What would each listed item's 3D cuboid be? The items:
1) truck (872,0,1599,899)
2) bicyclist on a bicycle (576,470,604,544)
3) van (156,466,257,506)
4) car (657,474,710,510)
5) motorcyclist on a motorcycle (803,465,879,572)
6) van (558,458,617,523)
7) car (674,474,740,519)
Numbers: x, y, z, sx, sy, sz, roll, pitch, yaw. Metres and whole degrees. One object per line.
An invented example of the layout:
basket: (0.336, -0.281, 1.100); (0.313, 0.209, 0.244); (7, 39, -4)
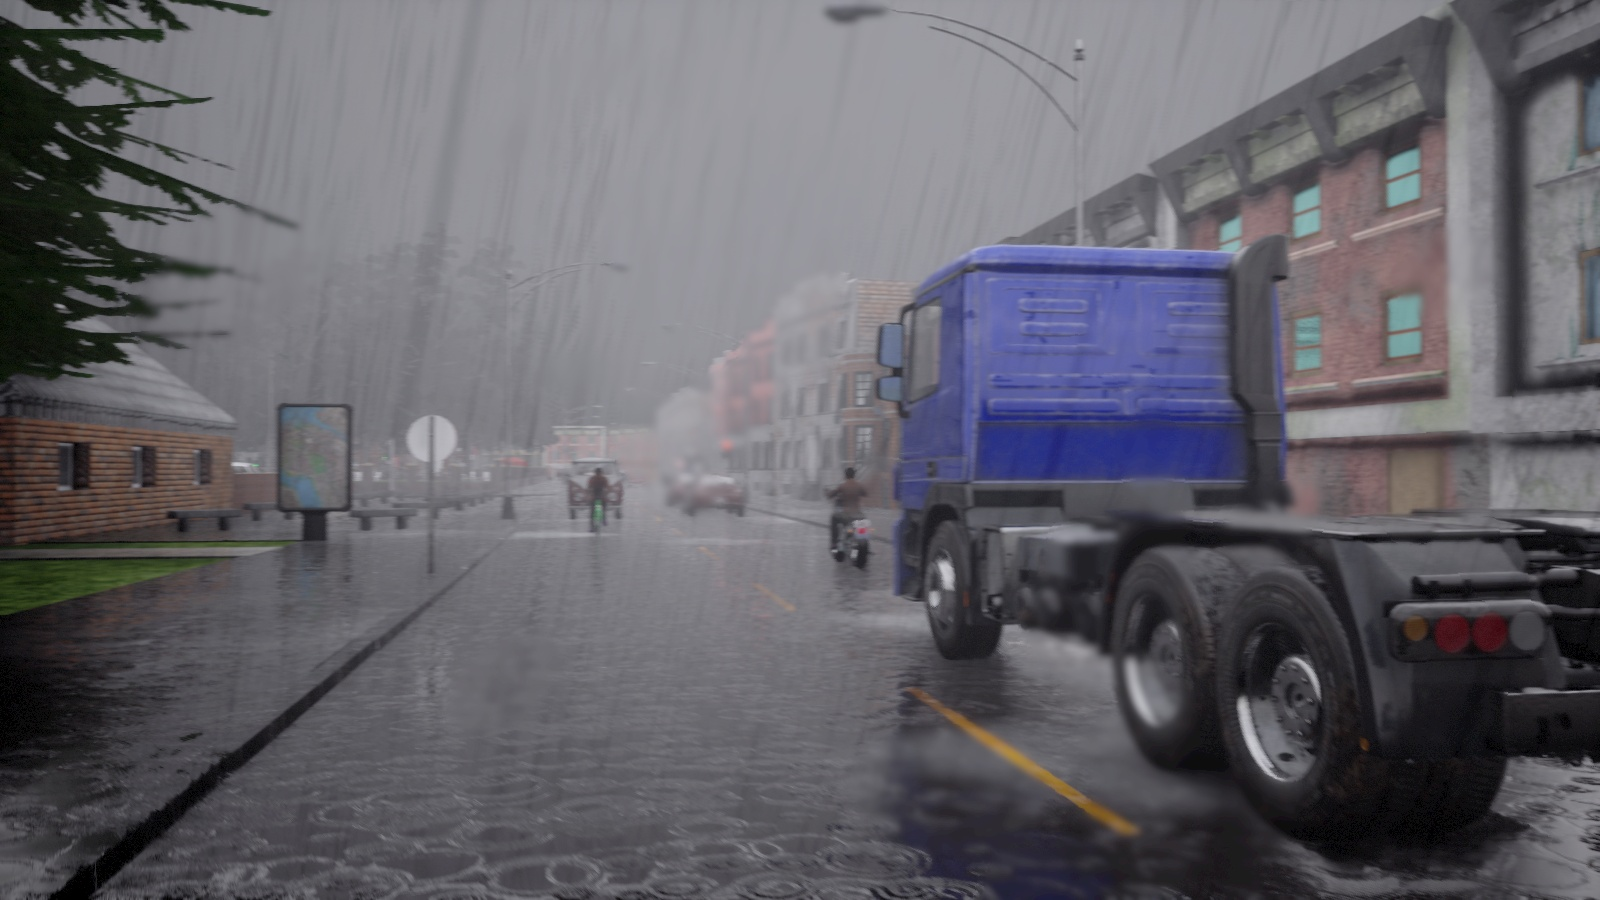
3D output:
truck: (2.829, -0.061, 8.402); (2.891, 3.462, 7.936); (0, -1, -10)
bicyclist on a bicycle: (-4.726, 1.257, 28.245); (0.582, 1.620, 1.656); (0, -1, -10)
van: (-31.490, 1.879, 66.776); (4.480, 2.038, 2.069); (0, -1, -10)
car: (-4.946, 1.722, 52.702); (1.812, 1.442, 4.674); (0, -1, -10)
motorcyclist on a motorcycle: (0.641, 1.087, 20.727); (0.766, 1.649, 2.350); (0, -1, -10)
van: (-6.896, 1.275, 40.684); (1.775, 1.987, 4.442); (0, -1, -10)
car: (-3.252, 1.554, 43.075); (1.812, 1.442, 4.674); (0, -1, -10)
